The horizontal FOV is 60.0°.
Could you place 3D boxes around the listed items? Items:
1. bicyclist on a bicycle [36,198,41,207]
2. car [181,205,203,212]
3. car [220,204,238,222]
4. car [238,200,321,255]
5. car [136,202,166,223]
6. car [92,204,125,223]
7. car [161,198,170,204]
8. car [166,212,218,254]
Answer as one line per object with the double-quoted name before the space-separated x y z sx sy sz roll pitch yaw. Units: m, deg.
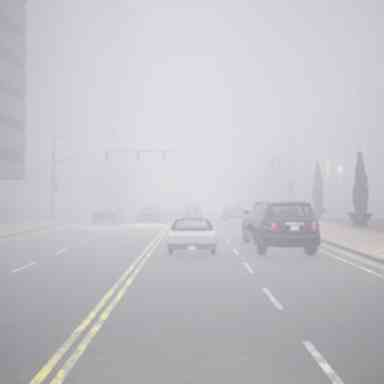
"bicyclist on a bicycle" -26.422 1.831 57.272 0.582 1.620 1.656 0 0 -1
"car" -0.008 1.817 28.974 2.033 1.411 5.357 0 0 0
"car" 3.549 1.765 29.276 2.128 1.511 4.902 0 0 2
"car" 3.500 1.348 14.006 2.150 2.045 5.566 0 0 0
"car" -3.506 1.830 28.512 1.994 1.385 4.181 0 -1 0
"car" -7.009 1.741 28.290 1.882 1.535 5.008 0 -1 0
"car" -7.005 2.362 88.127 1.994 1.385 4.181 0 -1 0
"car" 0.001 1.732 14.091 1.895 1.301 4.718 0 0 0
